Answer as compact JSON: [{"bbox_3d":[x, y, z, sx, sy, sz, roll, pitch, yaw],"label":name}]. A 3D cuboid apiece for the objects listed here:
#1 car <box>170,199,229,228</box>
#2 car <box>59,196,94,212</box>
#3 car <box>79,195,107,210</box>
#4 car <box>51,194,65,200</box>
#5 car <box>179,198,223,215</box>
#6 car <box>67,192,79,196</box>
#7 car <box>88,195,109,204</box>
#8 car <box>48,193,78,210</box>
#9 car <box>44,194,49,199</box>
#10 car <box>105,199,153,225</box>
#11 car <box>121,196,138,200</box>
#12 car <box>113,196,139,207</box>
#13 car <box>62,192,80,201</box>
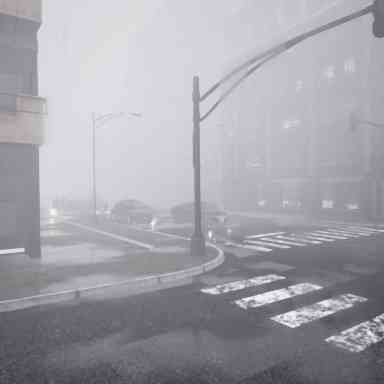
[{"bbox_3d":[0.392,1.434,22.020,2.128,1.511,4.902,-1,1,-35],"label":"car"},{"bbox_3d":[-12.683,1.448,36.368,2.008,1.369,4.403,-1,1,-35],"label":"car"},{"bbox_3d":[-11.495,1.397,39.210,2.033,1.411,5.357,-1,1,-35],"label":"car"},{"bbox_3d":[-31.668,1.124,78.518,2.008,1.369,4.403,-1,1,-35],"label":"car"},{"bbox_3d":[0.756,1.360,31.856,1.887,1.381,4.507,-1,1,-35],"label":"car"},{"bbox_3d":[-19.904,1.223,56.790,1.837,1.490,4.892,-1,1,-35],"label":"car"},{"bbox_3d":[-15.594,1.217,55.295,1.752,1.417,4.829,-1,1,-35],"label":"car"},{"bbox_3d":[-15.918,1.313,41.040,1.967,1.590,4.097,-1,1,-35],"label":"car"},{"bbox_3d":[-34.999,1.075,83.330,1.752,1.417,4.829,-1,1,-35],"label":"car"},{"bbox_3d":[-4.417,1.509,24.199,1.887,1.381,4.507,-1,1,-35],"label":"car"},{"bbox_3d":[-5.493,1.374,30.526,1.882,1.535,5.008,-1,1,-35],"label":"car"},{"bbox_3d":[-9.126,1.266,45.950,1.752,1.417,4.829,-1,1,-35],"label":"car"},{"bbox_3d":[-25.202,0.935,69.171,2.192,1.841,5.009,-1,1,-35],"label":"car"}]
